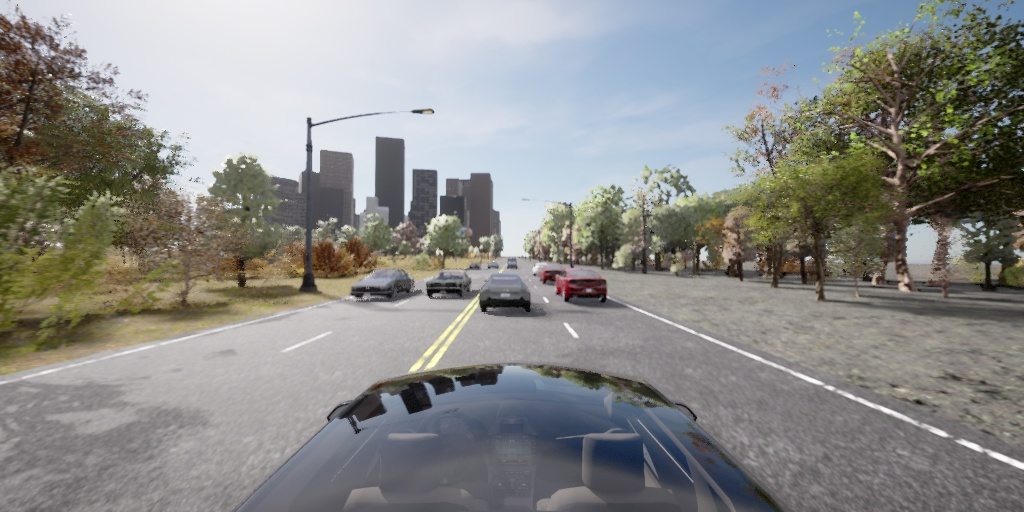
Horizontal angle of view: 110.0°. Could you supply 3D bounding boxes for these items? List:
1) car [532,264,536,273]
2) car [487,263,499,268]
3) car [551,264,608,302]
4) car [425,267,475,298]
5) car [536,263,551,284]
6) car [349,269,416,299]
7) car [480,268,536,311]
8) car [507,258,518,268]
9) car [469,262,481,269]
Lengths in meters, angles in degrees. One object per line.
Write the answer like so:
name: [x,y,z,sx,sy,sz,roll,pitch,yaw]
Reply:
car: [3.251,1.492,39.619,1.812,1.442,4.674,0,0,0]
car: [-3.251,1.681,63.458,1.994,1.385,4.181,0,0,0]
car: [3.253,1.316,17.613,1.882,1.535,5.008,0,0,0]
car: [-3.350,1.464,19.641,1.895,1.301,4.718,0,0,0]
car: [3.250,1.384,28.616,1.882,1.535,5.008,0,0,0]
car: [-6.601,1.407,19.017,2.033,1.411,5.357,0,0,0]
car: [-0.258,1.399,14.989,1.994,1.385,4.181,0,0,-1]
car: [0.062,1.624,64.906,2.033,1.411,5.357,0,0,0]
car: [-6.500,1.729,63.427,1.895,1.301,4.718,0,0,0]
